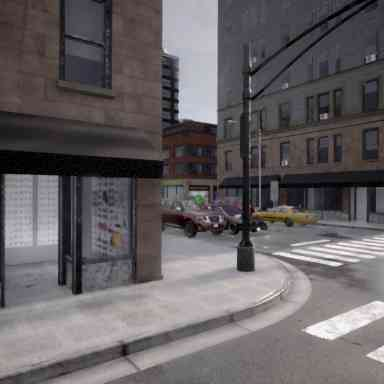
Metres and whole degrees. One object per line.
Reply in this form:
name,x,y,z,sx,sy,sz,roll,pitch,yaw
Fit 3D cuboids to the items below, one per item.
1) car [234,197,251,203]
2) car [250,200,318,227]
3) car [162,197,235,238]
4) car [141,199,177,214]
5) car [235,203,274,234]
car,2.915,1.313,27.187,2.192,1.841,5.009,0,0,-36
car,6.115,1.529,22.703,1.752,1.417,4.829,0,0,-36
car,-0.322,1.285,17.909,2.192,1.841,5.009,0,0,-36
car,-3.685,1.530,36.431,1.887,1.381,4.507,0,0,-36
car,1.796,1.528,19.250,2.033,1.411,5.357,0,0,-38
